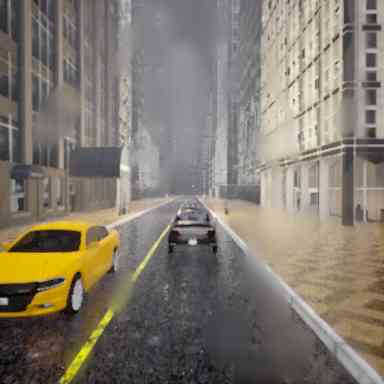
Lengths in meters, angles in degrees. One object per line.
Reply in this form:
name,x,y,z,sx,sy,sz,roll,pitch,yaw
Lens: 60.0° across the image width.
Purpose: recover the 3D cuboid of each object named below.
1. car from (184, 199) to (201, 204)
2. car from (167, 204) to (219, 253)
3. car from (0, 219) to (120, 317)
car,0.098,1.476,37.424,2.033,1.411,5.357,0,0,0
car,0.051,1.461,13.545,2.128,1.511,4.902,0,0,1
car,-3.020,1.459,7.757,1.882,1.535,5.008,0,0,0
